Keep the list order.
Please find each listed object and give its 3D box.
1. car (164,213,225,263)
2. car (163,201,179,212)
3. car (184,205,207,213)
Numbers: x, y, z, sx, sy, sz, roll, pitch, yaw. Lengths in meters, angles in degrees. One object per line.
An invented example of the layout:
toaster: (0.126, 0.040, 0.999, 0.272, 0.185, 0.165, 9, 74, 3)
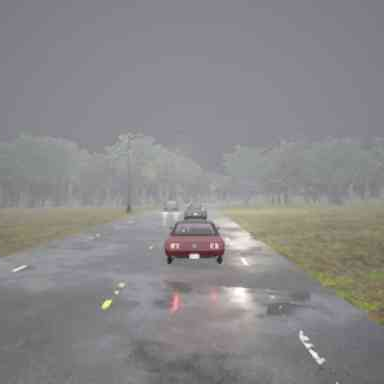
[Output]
car: (0.100, 1.697, 12.385, 1.895, 1.301, 4.718, 0, 0, 0)
car: (-2.797, 1.950, 45.419, 1.812, 1.442, 4.674, 0, -1, 3)
car: (0.342, 1.792, 29.394, 1.994, 1.385, 4.181, 0, 0, 1)
